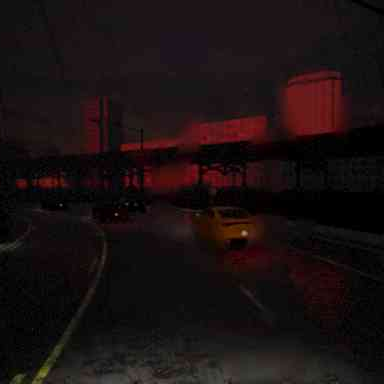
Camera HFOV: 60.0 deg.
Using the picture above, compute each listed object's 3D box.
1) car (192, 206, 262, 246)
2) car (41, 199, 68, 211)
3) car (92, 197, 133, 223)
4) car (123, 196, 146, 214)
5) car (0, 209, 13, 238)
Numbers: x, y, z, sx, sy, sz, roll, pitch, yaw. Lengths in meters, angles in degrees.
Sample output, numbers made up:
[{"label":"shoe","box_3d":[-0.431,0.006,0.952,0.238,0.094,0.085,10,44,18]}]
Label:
[{"label":"car","box_3d":[1.344,1.367,14.776,1.882,1.535,5.008,0,0,-14]},{"label":"car","box_3d":[-16.230,1.463,39.109,1.994,1.385,4.181,-2,1,-43]},{"label":"car","box_3d":[-6.229,1.364,24.929,1.882,1.535,5.008,-1,1,-26]},{"label":"car","box_3d":[-6.185,1.175,31.887,2.097,1.767,4.553,-1,1,-31]},{"label":"car","box_3d":[-10.255,1.538,16.534,2.033,1.411,5.357,-1,0,-20]}]
